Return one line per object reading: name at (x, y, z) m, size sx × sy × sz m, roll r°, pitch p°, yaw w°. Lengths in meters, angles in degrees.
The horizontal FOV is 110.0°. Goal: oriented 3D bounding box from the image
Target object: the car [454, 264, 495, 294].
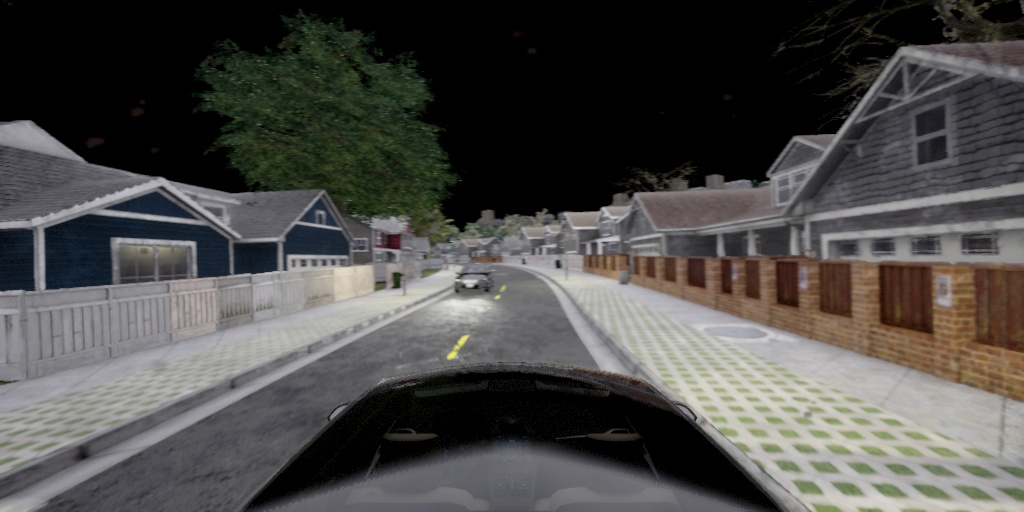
car at (-2.060, 1.205, 20.513) m, size 2.128 × 1.511 × 4.902 m, roll -2°, pitch 0°, yaw 2°
